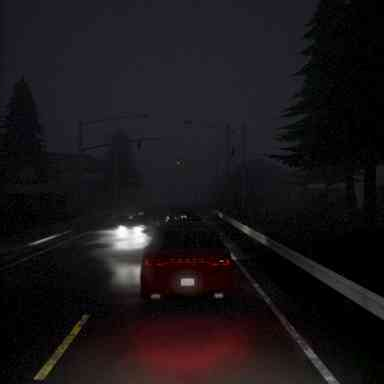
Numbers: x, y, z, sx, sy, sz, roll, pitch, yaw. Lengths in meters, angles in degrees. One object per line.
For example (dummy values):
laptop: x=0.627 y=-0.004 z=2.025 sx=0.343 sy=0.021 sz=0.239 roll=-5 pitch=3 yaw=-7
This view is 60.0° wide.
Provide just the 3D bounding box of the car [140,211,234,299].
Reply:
car: x=-0.156 y=1.472 z=8.497 sx=1.882 sy=1.535 sz=5.008 roll=0 pitch=0 yaw=-2

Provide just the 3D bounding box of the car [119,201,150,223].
car: x=-4.279 y=1.483 z=25.226 sx=2.128 sy=1.511 sz=4.902 roll=0 pitch=0 yaw=-2

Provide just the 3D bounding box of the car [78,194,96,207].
car: x=-16.163 y=1.281 z=51.506 sx=1.905 sy=1.878 sz=3.866 roll=0 pitch=0 yaw=-3

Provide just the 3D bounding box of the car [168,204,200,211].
car: x=-0.497 y=1.495 z=19.493 sx=1.837 sy=1.490 sz=4.892 roll=0 pitch=0 yaw=-2

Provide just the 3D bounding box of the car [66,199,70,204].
car: x=-22.005 y=1.446 z=55.597 sx=2.242 sy=1.667 sz=4.611 roll=0 pitch=0 yaw=-3
